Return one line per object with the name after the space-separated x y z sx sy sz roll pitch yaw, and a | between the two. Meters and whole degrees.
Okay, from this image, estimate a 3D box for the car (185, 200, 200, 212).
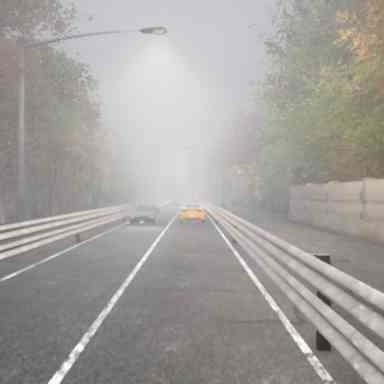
0.083 1.792 43.910 1.882 1.535 5.008 0 -1 0 | car

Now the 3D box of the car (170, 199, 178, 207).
-3.248 2.224 65.524 1.837 1.490 4.892 0 -1 0 | car

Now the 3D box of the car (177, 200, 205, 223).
0.033 1.582 26.851 1.882 1.535 5.008 0 0 1 | car

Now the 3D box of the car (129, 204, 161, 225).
-3.344 1.634 24.788 2.033 1.411 5.357 0 0 0 | car
